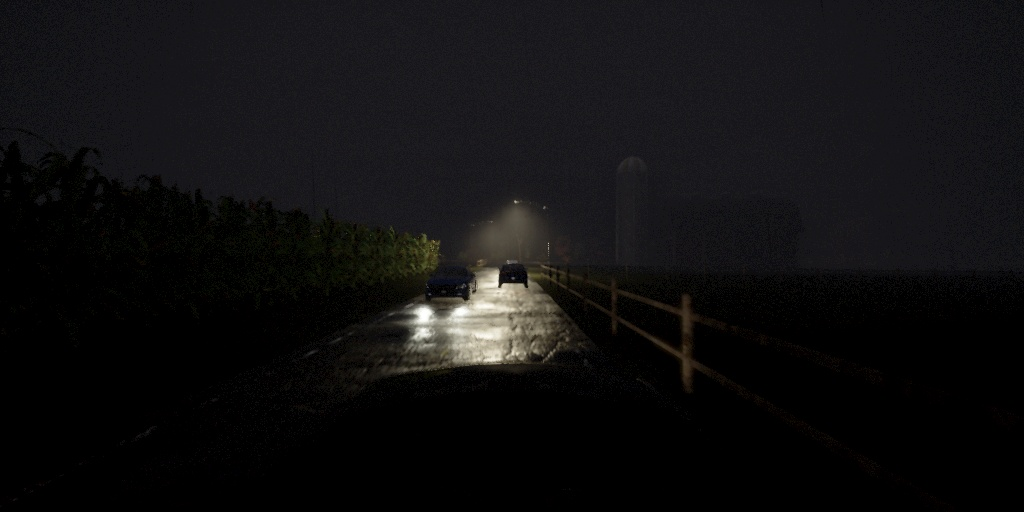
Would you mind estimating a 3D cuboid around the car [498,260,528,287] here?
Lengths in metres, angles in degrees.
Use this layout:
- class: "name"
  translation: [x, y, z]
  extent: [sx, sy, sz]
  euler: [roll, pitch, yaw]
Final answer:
- class: "car"
  translation: [0.068, 1.223, 24.426]
  extent: [1.882, 1.535, 5.008]
  euler: [0, 0, 0]

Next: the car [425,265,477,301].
- class: "car"
  translation: [-2.823, 1.223, 17.399]
  extent: [1.882, 1.535, 5.008]
  euler: [0, 0, 0]
